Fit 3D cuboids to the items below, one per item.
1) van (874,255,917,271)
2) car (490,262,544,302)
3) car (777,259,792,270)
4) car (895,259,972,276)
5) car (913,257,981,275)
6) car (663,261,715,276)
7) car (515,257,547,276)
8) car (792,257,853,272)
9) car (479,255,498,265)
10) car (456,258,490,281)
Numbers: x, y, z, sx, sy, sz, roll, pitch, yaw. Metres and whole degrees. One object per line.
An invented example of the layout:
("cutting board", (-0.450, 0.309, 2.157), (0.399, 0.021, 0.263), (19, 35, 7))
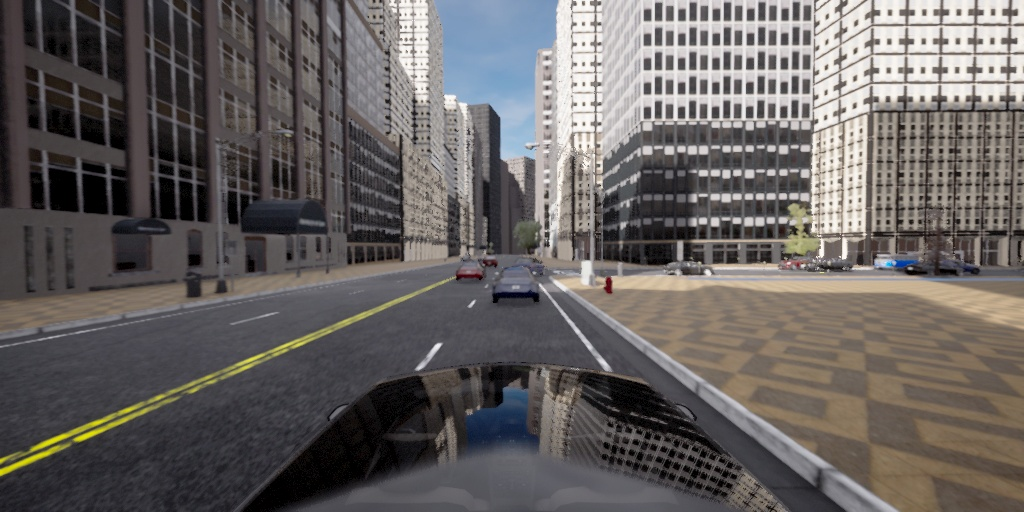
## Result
("van", (44.253, 0.748, 41.367), (3.998, 1.789, 1.690), (0, 0, 0))
("car", (0.165, 1.162, 15.948), (1.994, 1.385, 4.181), (0, 1, 0))
("car", (32.970, 0.823, 41.293), (4.097, 1.591, 1.967), (0, 0, 0))
("car", (38.658, 1.186, 32.952), (4.313, 1.339, 1.948), (0, 0, 0))
("car", (43.398, 1.085, 35.618), (4.674, 1.442, 1.812), (0, 2, 0))
("car", (16.091, 1.125, 32.676), (4.403, 1.370, 2.007), (0, 0, 0))
("car", (1.512, 0.877, 30.909), (2.097, 1.767, 4.553), (0, -1, 18))
("car", (33.792, 0.947, 38.658), (4.902, 1.511, 2.128), (0, 2, 0))
("car", (-2.890, 0.749, 48.534), (1.882, 1.535, 5.008), (0, 0, 0))
("car", (-3.013, 1.084, 27.084), (1.994, 1.385, 4.181), (0, 0, 0))
